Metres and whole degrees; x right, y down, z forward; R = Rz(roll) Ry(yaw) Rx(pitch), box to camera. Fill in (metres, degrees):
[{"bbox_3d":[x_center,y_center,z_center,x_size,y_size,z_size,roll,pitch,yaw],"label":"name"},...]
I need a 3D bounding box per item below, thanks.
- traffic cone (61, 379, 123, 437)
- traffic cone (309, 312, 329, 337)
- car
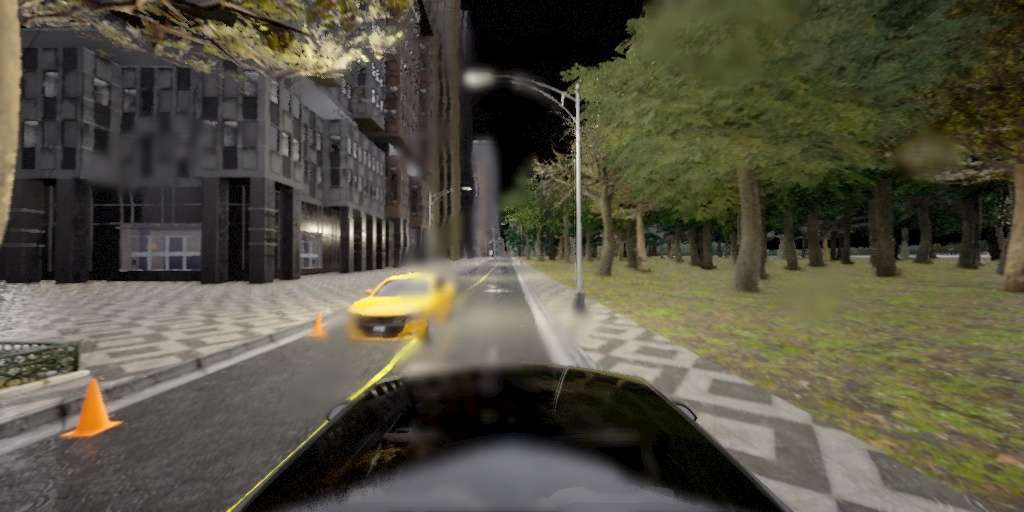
[{"bbox_3d":[-4.897,1.737,4.195,0.340,0.580,0.340,0,0,-1],"label":"traffic cone"},{"bbox_3d":[-4.946,1.738,9.196,0.340,0.580,0.340,0,0,-1],"label":"traffic cone"},{"bbox_3d":[-2.762,1.245,9.938,1.882,1.535,5.008,0,0,-1],"label":"car"}]
